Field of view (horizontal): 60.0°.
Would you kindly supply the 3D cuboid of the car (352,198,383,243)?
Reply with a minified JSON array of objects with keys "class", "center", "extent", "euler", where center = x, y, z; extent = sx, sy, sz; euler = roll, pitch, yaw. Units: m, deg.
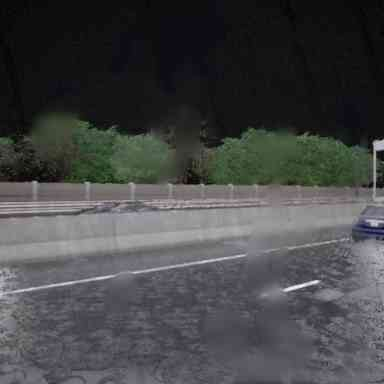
[{"class":"car","center":[8.995,1.302,14.470],"extent":[4.553,1.767,2.097],"euler":[0,0,-36]}]

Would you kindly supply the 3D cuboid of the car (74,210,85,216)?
[{"class":"car","center":[-6.178,1.512,25.386],"extent":[5.357,1.411,2.033],"euler":[0,0,-36]}]

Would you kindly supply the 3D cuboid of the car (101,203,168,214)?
[{"class":"car","center":[-2.755,1.532,19.228],"extent":[4.181,1.385,1.994],"euler":[0,0,-35]}]

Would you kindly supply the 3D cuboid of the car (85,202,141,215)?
[{"class":"car","center":[-4.312,1.471,22.417],"extent":[4.892,1.490,1.837],"euler":[0,0,-36]}]
